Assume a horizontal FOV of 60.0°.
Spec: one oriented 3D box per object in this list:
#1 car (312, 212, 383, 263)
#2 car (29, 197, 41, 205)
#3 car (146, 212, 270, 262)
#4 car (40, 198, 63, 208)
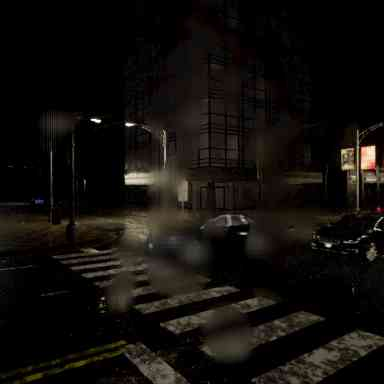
[{"bbox_3d":[6.395,1.508,12.176,4.892,1.490,1.837,1,0,-35],"label":"car"},{"bbox_3d":[-28.697,1.691,61.443,2.033,1.411,5.357,0,0,-36],"label":"car"},{"bbox_3d":[0.708,1.492,12.134,4.902,1.511,2.128,0,0,-35],"label":"car"},{"bbox_3d":[-21.261,1.705,50.704,1.895,1.301,4.718,0,0,-35],"label":"car"}]
